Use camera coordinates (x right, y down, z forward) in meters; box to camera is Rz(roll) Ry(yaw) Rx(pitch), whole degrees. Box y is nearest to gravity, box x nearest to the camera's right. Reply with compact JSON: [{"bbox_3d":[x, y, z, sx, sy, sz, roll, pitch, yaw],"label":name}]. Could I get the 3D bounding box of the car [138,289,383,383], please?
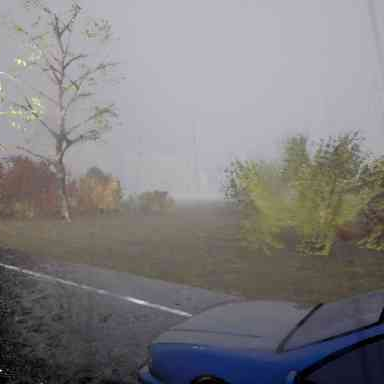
[{"bbox_3d":[2.079,1.549,2.521,5.357,1.411,2.033,0,0,35],"label":"car"}]
